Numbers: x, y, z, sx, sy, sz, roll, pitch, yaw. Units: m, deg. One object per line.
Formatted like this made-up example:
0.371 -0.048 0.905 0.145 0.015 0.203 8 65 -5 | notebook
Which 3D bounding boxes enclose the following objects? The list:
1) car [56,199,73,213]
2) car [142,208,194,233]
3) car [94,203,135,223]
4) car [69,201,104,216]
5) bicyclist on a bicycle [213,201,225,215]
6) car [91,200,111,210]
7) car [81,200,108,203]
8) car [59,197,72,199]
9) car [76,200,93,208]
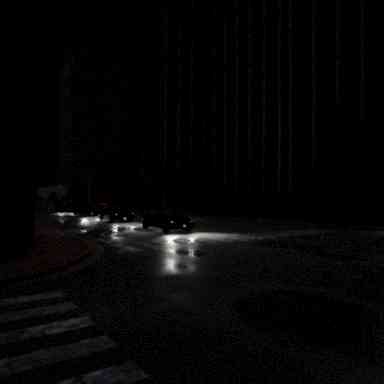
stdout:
-17.238 1.998 45.265 1.812 1.442 4.674 1 -1 -33 | car
-1.723 1.756 21.709 1.812 1.442 4.674 1 -1 -33 | car
-6.735 1.909 29.302 1.895 1.301 4.718 1 -1 -33 | car
-11.759 1.987 36.923 1.895 1.301 4.718 1 -1 -33 | car
2.965 1.751 36.364 1.656 1.620 0.582 0 -1 -33 | bicyclist on a bicycle
-15.150 2.119 55.051 1.837 1.490 4.892 1 -1 -33 | car
-13.573 2.106 46.386 1.895 1.301 4.718 1 -1 -33 | car
-23.503 1.879 61.422 2.150 2.045 5.566 1 -1 -33 | car
-20.281 2.218 62.727 1.812 1.442 4.674 1 -1 -33 | car
